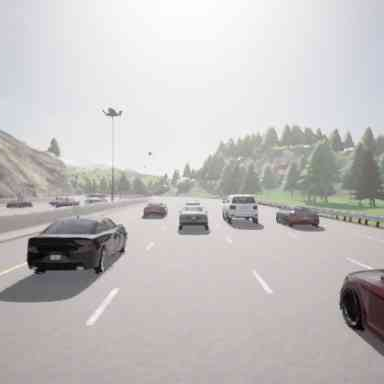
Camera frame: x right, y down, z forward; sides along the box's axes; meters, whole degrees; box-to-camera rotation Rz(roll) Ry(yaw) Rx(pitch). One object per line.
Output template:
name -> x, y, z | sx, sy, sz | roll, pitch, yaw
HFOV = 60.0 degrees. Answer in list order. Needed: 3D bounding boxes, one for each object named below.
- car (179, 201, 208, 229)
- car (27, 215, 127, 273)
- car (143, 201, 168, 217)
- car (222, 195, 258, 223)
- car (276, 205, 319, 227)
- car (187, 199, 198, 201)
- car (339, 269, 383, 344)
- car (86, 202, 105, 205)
car -> 0.098, 1.553, 21.668 | 2.033, 1.411, 5.357 | 0, 0, 0
car -> -3.402, 1.480, 10.764 | 1.882, 1.535, 5.008 | 0, 0, 0
car -> -3.403, 1.571, 31.575 | 1.994, 1.385, 4.181 | 0, 0, 0
car -> 3.596, 1.228, 25.426 | 2.150, 2.045, 5.566 | 0, 0, 0
car -> 7.098, 1.570, 22.769 | 1.994, 1.385, 4.181 | 0, 0, 0
car -> 0.095, 1.557, 40.861 | 2.033, 1.411, 5.357 | 0, 0, 0
car -> 3.601, 1.565, 4.242 | 1.994, 1.385, 4.181 | 0, 0, 0
car -> -14.080, 1.233, 48.851 | 2.150, 2.045, 5.566 | 0, 0, 0
